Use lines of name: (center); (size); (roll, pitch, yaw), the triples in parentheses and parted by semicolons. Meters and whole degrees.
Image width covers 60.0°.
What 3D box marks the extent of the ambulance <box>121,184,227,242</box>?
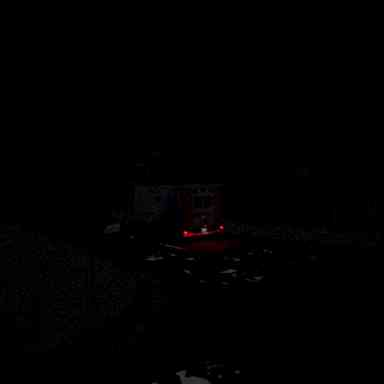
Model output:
ambulance: (-1.295, 0.918, 16.127); (2.351, 2.431, 6.366); (-3, 2, -38)
